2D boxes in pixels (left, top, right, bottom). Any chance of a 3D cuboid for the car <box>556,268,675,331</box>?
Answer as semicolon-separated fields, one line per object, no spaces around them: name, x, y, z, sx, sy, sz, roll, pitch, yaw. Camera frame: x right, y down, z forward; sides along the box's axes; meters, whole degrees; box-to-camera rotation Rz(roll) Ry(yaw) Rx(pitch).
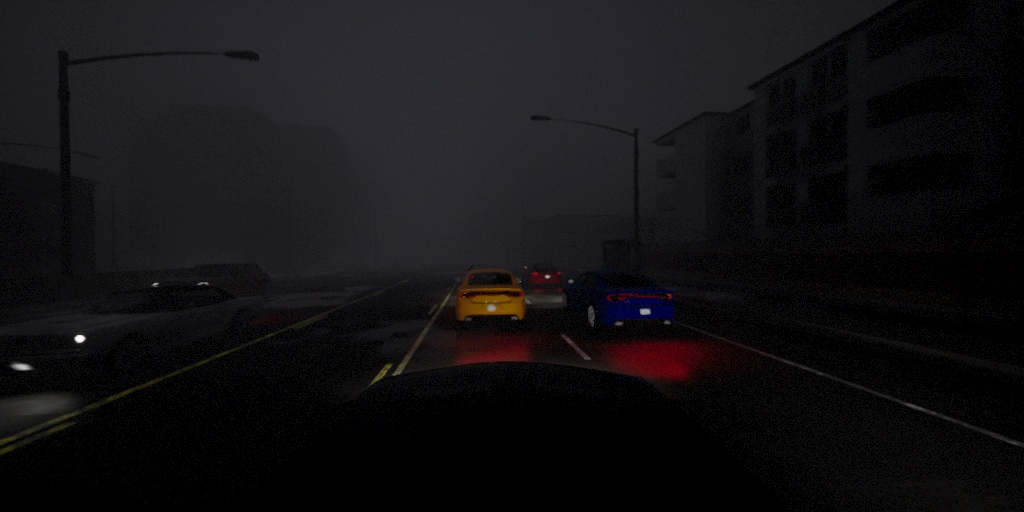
car;2.842;1.112;10.667;1.882;1.535;5.008;0;0;-5

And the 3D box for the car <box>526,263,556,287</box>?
car;1.761;1.084;21.833;1.994;1.385;4.181;0;1;-6

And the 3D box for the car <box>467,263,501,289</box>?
car;-1.786;1.141;22.093;1.895;1.301;4.718;0;1;-6

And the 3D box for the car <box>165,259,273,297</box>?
car;-11.712;1.042;14.232;2.097;1.767;4.553;0;1;-5

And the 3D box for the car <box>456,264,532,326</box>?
car;-0.723;1.127;11.397;1.882;1.535;5.008;0;1;-5

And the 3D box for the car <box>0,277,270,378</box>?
car;-7.563;1.336;7.577;1.895;1.301;4.718;0;1;-5
